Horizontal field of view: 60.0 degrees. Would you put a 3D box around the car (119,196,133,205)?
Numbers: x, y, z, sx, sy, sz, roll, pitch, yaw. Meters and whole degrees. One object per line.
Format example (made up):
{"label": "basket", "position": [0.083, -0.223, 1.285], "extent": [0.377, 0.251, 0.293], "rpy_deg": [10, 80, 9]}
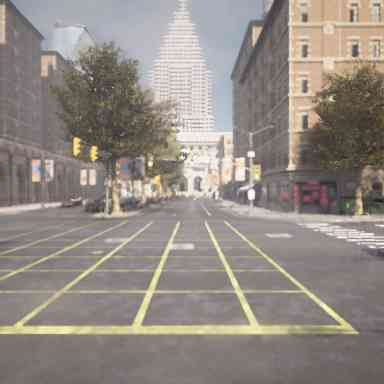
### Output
{"label": "car", "position": [-11.553, 1.574, 53.934], "extent": [2.033, 1.411, 5.357], "rpy_deg": [0, 0, 0]}

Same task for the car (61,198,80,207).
{"label": "car", "position": [-18.242, 1.619, 50.630], "extent": [1.895, 1.301, 4.718], "rpy_deg": [0, 0, 0]}

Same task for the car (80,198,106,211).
{"label": "car", "position": [-11.590, 1.524, 40.564], "extent": [1.837, 1.490, 4.892], "rpy_deg": [0, 0, 0]}

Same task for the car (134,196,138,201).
{"label": "car", "position": [-11.515, 1.532, 63.178], "extent": [1.837, 1.490, 4.892], "rpy_deg": [0, 0, 1]}
